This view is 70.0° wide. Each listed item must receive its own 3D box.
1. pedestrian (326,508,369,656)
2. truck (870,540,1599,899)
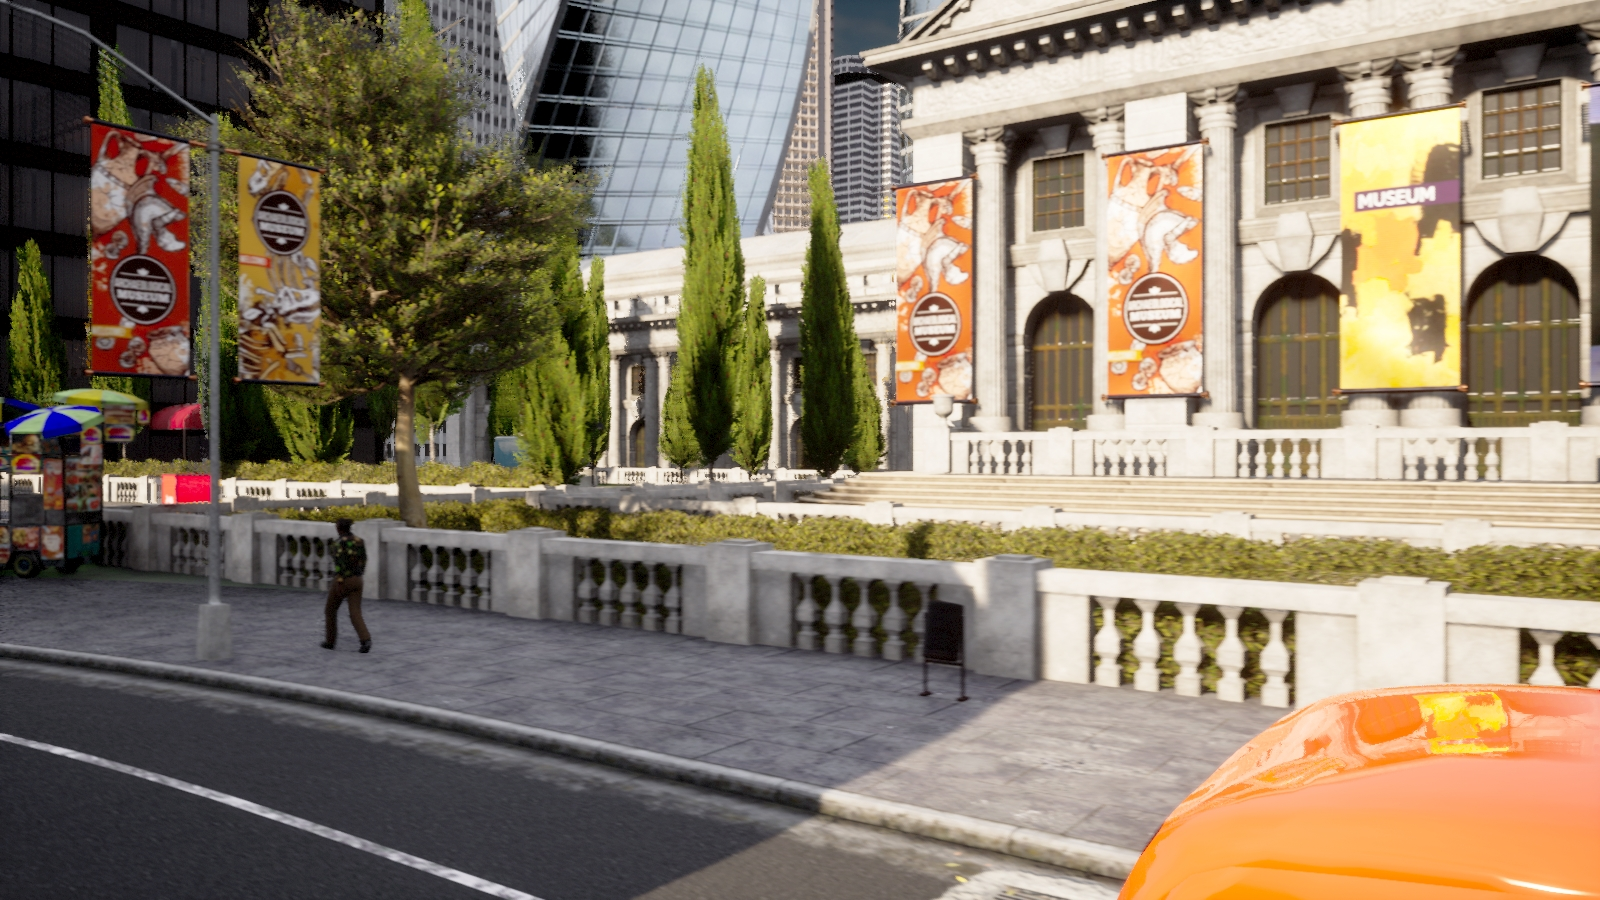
[{"bbox_3d":[-5.864,1.696,14.810,0.375,1.860,0.375,0,0,34],"label":"pedestrian"},{"bbox_3d":[3.013,1.568,1.677,5.204,2.467,2.627,0,0,35],"label":"truck"}]
